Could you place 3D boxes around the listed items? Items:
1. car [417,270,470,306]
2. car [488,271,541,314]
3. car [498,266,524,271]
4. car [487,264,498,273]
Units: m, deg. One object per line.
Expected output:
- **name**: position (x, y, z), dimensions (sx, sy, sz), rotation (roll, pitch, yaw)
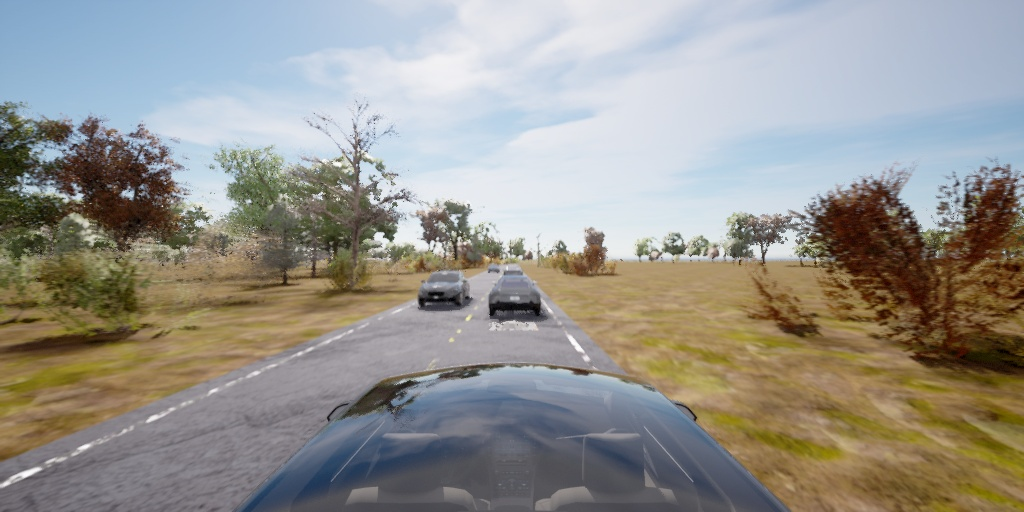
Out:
- **car**: position (-3.096, 1.458, 17.020), dimensions (1.837, 1.490, 4.892), rotation (0, -1, 0)
- **car**: position (0.096, 1.488, 14.666), dimensions (1.994, 1.385, 4.181), rotation (0, -1, 0)
- **car**: position (0.105, 1.669, 33.691), dimensions (2.128, 1.511, 4.902), rotation (0, -1, 0)
- **car**: position (-3.035, 2.043, 59.243), dimensions (1.812, 1.442, 4.674), rotation (0, -1, 1)
